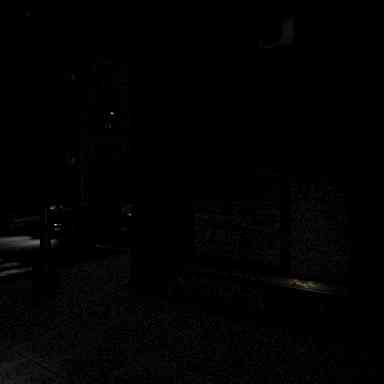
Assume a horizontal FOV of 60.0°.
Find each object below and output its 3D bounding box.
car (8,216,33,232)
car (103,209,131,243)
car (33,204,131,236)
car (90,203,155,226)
[{"bbox_3d":[-8.190,1.554,19.706,1.752,1.417,4.829,0,0,36],"label":"car"},{"bbox_3d":[-1.570,1.560,15.166,1.947,1.339,4.313,0,0,36],"label":"car"},{"bbox_3d":[-5.870,1.523,18.581,1.837,1.490,4.892,0,0,35],"label":"car"},{"bbox_3d":[-4.940,1.583,24.246,2.008,1.369,4.403,0,0,36],"label":"car"}]
